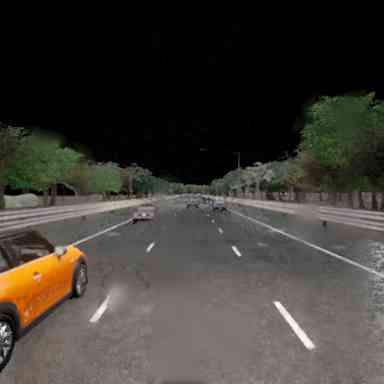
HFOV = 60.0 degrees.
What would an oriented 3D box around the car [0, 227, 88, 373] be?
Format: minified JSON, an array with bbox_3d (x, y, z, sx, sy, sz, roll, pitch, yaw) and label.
[{"bbox_3d":[-3.400,1.385,5.728,2.097,1.767,4.553,0,0,0],"label":"car"}]

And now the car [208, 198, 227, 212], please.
[{"bbox_3d":[3.505,1.815,43.219,1.837,1.490,4.892,0,0,1],"label":"car"}]

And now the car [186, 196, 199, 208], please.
[{"bbox_3d":[0.085,1.812,53.362,1.837,1.490,4.892,0,0,0],"label":"car"}]

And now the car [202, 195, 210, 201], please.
[{"bbox_3d":[3.475,1.581,81.671,1.882,1.535,5.008,0,0,0],"label":"car"}]

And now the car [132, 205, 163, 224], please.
[{"bbox_3d":[-3.408,1.698,26.067,2.033,1.411,5.357,0,0,0],"label":"car"}]
